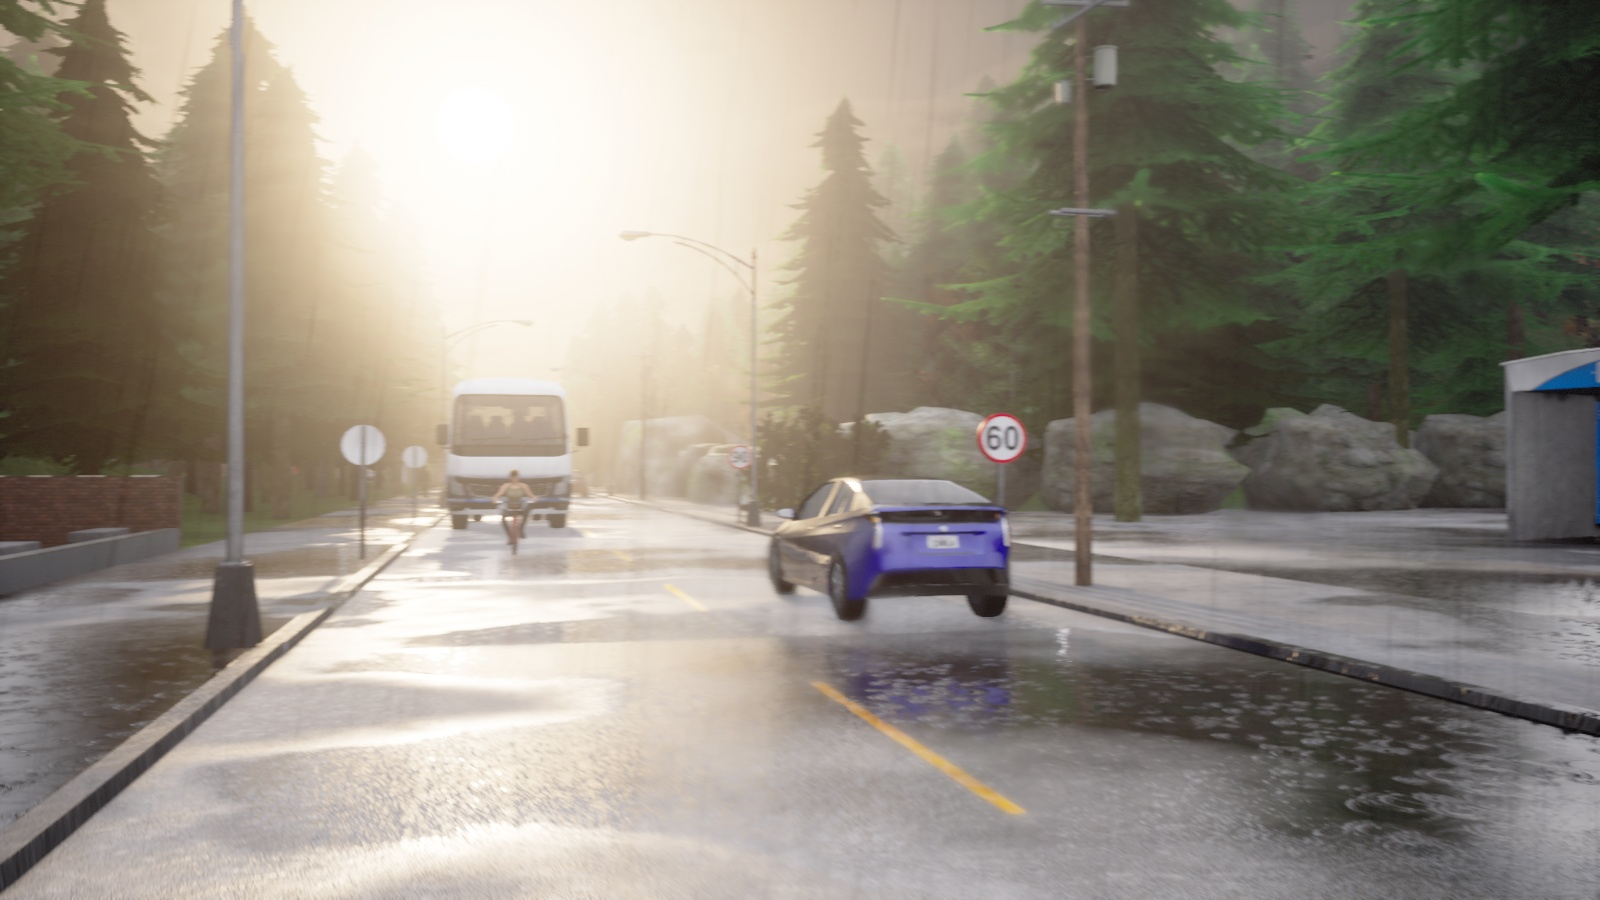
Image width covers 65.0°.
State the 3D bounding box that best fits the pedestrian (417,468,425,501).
[{"bbox_3d":[-21.457,1.938,71.082,0.431,1.840,0.703,0,-1,-15],"label":"pedestrian"}]

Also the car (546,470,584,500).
[{"bbox_3d":[-14.653,2.148,78.224,2.097,1.767,4.553,0,-1,-14],"label":"car"}]

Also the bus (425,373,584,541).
[{"bbox_3d":[-8.778,0.155,37.213,3.944,4.253,10.273,0,0,-14],"label":"bus"}]

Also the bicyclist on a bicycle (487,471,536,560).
[{"bbox_3d":[-5.447,1.206,23.667,0.866,1.612,1.509,0,-1,-13],"label":"bicyclist on a bicycle"}]

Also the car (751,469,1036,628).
[{"bbox_3d":[0.872,1.005,14.670,2.007,1.525,4.514,0,-1,-14],"label":"car"}]
